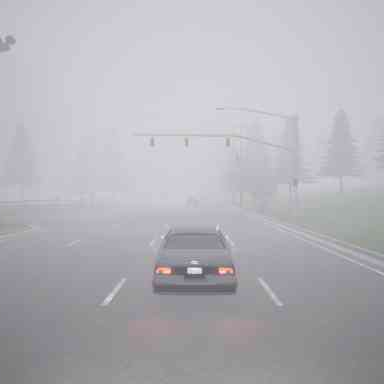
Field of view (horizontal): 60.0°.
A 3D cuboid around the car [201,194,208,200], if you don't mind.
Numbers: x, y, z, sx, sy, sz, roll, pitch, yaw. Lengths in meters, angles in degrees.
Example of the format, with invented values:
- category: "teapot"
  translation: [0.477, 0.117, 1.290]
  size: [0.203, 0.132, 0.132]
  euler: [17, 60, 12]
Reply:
- category: "car"
  translation: [3.519, 1.310, 93.953]
  size: [1.882, 1.535, 5.008]
  euler: [0, 0, 0]

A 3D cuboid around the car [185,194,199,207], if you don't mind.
- category: "car"
  translation: [0.009, 1.352, 52.891]
  size: [2.097, 1.767, 4.553]
  euler: [0, 0, 0]

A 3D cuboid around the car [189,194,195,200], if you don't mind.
- category: "car"
  translation: [0.019, 1.310, 93.954]
  size: [1.882, 1.535, 5.008]
  euler: [0, 0, 0]

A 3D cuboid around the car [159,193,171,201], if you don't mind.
- category: "car"
  translation: [-6.983, 1.217, 83.565]
  size: [2.150, 2.045, 5.566]
  euler: [0, 0, 0]

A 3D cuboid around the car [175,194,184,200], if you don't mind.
- category: "car"
  translation: [-3.481, 1.357, 93.955]
  size: [2.128, 1.511, 4.902]
  euler: [0, 0, 0]

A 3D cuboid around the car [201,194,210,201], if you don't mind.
- category: "car"
  translation: [3.517, 1.492, 83.533]
  size: [1.837, 1.490, 4.892]
  euler: [0, 0, 0]

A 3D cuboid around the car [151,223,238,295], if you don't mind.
- category: "car"
  translation: [0.068, 1.547, 8.852]
  size: [2.033, 1.411, 5.357]
  euler: [0, 0, 0]

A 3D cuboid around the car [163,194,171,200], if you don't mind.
- category: "car"
  translation: [-6.981, 1.385, 93.955]
  size: [1.994, 1.385, 4.181]
  euler: [0, 0, 0]

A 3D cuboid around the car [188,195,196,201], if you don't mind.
- category: "car"
  translation: [0.017, 1.531, 83.534]
  size: [2.033, 1.411, 5.357]
  euler: [0, 0, 0]

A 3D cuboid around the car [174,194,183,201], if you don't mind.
- category: "car"
  translation: [-3.483, 1.517, 83.951]
  size: [1.812, 1.442, 4.674]
  euler: [0, 0, 0]
